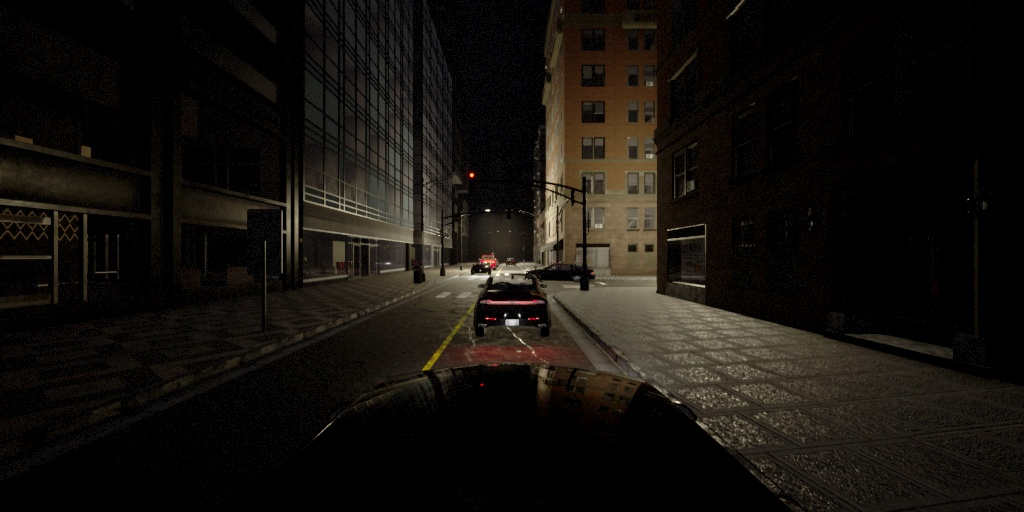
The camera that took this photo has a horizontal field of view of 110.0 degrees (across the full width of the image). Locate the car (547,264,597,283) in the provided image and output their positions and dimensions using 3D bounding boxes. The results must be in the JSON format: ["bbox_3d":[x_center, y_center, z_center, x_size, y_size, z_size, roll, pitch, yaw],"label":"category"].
[{"bbox_3d":[3.632,1.274,27.018,5.357,1.411,2.033,0,0,15],"label":"car"}]

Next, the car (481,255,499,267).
[{"bbox_3d":[-3.235,0.940,48.456,2.150,2.045,5.566,0,0,0],"label":"car"}]

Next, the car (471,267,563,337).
[{"bbox_3d":[0.016,1.240,10.286,2.128,1.511,4.902,0,0,0],"label":"car"}]

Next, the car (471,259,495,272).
[{"bbox_3d":[-3.211,1.291,38.158,1.994,1.385,4.181,0,0,0],"label":"car"}]
